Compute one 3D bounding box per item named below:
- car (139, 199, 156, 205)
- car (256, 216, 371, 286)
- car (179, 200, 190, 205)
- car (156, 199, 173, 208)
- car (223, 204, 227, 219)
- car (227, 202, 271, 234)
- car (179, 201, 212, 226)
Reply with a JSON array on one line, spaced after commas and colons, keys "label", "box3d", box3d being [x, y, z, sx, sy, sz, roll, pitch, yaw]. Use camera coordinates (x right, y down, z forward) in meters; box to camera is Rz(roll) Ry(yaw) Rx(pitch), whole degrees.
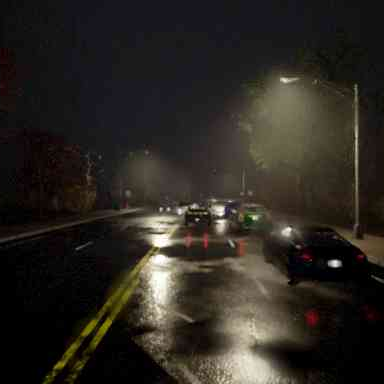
[{"label": "car", "box3d": [-8.453, 2.083, 70.432, 5.357, 1.411, 2.033, -1, -1, 16]}, {"label": "car", "box3d": [3.324, 1.636, 9.681, 1.994, 1.385, 4.181, 0, 0, 1]}, {"label": "car", "box3d": [-1.085, 1.944, 54.721, 1.895, 1.301, 4.718, 0, 0, 5]}, {"label": "car", "box3d": [-4.232, 1.895, 56.035, 2.033, 1.411, 5.357, 0, 0, 4]}, {"label": "car", "box3d": [3.989, 1.689, 31.520, 1.882, 1.535, 5.008, 0, 0, 3]}, {"label": "car", "box3d": [3.571, 1.496, 20.574, 2.097, 1.767, 4.553, 0, 0, 2]}, {"label": "car", "box3d": [0.465, 1.661, 24.835, 2.128, 1.511, 4.902, 0, 0, 3]}]
